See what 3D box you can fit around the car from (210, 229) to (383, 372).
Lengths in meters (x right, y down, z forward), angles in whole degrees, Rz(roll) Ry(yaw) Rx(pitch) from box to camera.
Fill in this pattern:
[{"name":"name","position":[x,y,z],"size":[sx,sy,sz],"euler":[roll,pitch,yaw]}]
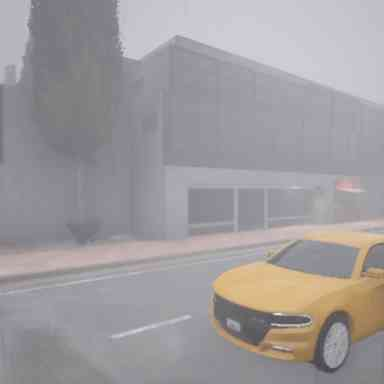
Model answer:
[{"name":"car","position":[2.568,1.467,5.825],"size":[5.008,1.535,1.882],"euler":[0,0,-36]}]
